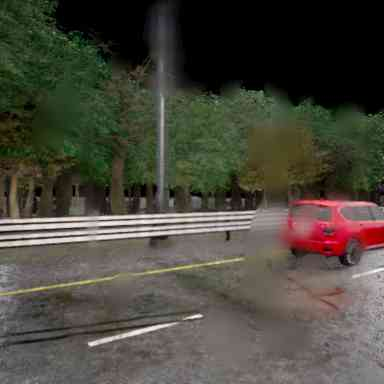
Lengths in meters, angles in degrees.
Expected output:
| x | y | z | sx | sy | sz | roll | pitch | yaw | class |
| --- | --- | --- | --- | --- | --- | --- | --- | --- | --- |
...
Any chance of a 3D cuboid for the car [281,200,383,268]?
| x | y | z | sx | sy | sz | roll | pitch | yaw | class |
| --- | --- | --- | --- | --- | --- | --- | --- | --- | --- |
| 5.650 | 1.329 | 12.041 | 5.566 | 2.045 | 2.150 | 0 | 1 | -35 | car |
